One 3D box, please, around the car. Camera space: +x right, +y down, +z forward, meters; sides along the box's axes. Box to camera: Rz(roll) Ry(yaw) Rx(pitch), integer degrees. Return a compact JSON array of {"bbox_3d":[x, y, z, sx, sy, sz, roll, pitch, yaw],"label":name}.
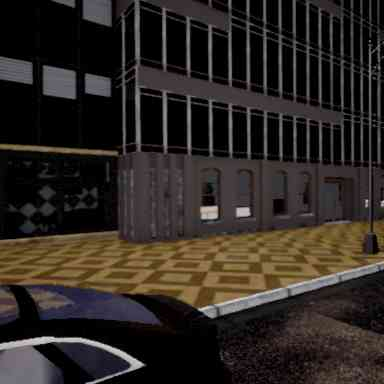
[{"bbox_3d":[-1.950,1.492,1.964,4.902,1.511,2.128,0,0,-35],"label":"car"}]
